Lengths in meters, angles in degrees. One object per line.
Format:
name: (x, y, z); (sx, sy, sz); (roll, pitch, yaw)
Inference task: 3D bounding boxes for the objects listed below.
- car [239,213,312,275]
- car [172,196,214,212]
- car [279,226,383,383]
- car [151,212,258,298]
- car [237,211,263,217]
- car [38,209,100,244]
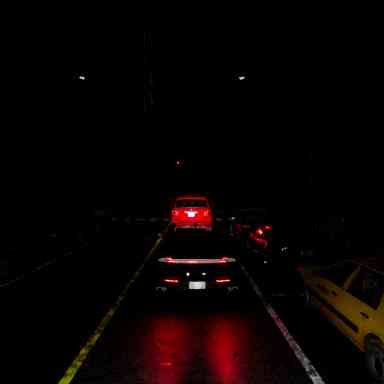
car: (2.855, 1.562, 10.325); (1.947, 1.339, 4.313); (-1, 0, 0)
car: (0.047, 1.214, 18.843); (2.150, 2.045, 5.566); (0, 0, 2)
car: (2.861, 1.524, 4.908); (1.752, 1.417, 4.829); (-1, 0, 0)
car: (0.090, 1.489, 8.495); (2.128, 1.511, 4.902); (0, 0, 0)
car: (2.850, 1.576, 15.910); (1.802, 1.307, 4.206); (-1, 0, 0)
car: (-5.696, 1.539, 15.898); (1.887, 1.381, 4.507); (-1, 0, 0)
